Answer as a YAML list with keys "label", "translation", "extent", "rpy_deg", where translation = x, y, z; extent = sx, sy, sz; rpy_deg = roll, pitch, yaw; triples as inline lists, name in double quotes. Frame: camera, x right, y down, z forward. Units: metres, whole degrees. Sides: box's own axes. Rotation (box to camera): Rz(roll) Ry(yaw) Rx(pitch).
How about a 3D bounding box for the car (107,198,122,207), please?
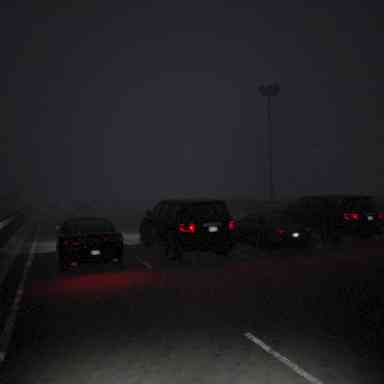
- label: "car"
  translation: [-14.610, 2.082, 63.472]
  extent: [1.994, 1.385, 4.181]
  rpy_deg: [-1, 0, -24]

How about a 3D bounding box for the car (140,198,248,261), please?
- label: "car"
  translation: [-0.386, 1.273, 12.840]
  extent: [2.150, 2.045, 5.566]
  rpy_deg: [-1, 0, -23]

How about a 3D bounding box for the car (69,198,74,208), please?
- label: "car"
  translation: [-21.130, 2.128, 60.908]
  extent: [1.882, 1.535, 5.008]
  rpy_deg: [-1, 0, -24]

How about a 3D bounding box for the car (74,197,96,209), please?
- label: "car"
  translation: [-15.731, 1.972, 48.615]
  extent: [1.882, 1.535, 5.008]
  rpy_deg: [-1, 0, -23]

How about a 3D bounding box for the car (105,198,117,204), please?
- label: "car"
  translation: [-21.543, 2.272, 88.132]
  extent: [2.128, 1.511, 4.902]
  rpy_deg: [-1, 0, -24]

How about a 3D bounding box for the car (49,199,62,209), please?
- label: "car"
  translation: [-23.721, 2.297, 58.099]
  extent: [1.895, 1.301, 4.718]
  rpy_deg: [-1, 0, -24]

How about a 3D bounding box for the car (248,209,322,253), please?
- label: "car"
  translation: [2.986, 1.545, 13.870]
  extent: [1.994, 1.385, 4.181]
  rpy_deg: [-1, 0, -23]

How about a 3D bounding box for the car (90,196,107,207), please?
- label: "car"
  translation: [-17.903, 1.937, 62.255]
  extent: [2.097, 1.767, 4.553]
  rpy_deg: [-1, 0, -24]

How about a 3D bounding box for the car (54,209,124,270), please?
- label: "car"
  translation: [-3.728, 1.596, 11.765]
  extent: [1.882, 1.535, 5.008]
  rpy_deg: [-1, 0, -23]

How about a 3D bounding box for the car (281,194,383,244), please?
- label: "car"
  translation: [6.027, 1.145, 15.643]
  extent: [2.150, 2.045, 5.566]
  rpy_deg: [-1, 0, -23]
